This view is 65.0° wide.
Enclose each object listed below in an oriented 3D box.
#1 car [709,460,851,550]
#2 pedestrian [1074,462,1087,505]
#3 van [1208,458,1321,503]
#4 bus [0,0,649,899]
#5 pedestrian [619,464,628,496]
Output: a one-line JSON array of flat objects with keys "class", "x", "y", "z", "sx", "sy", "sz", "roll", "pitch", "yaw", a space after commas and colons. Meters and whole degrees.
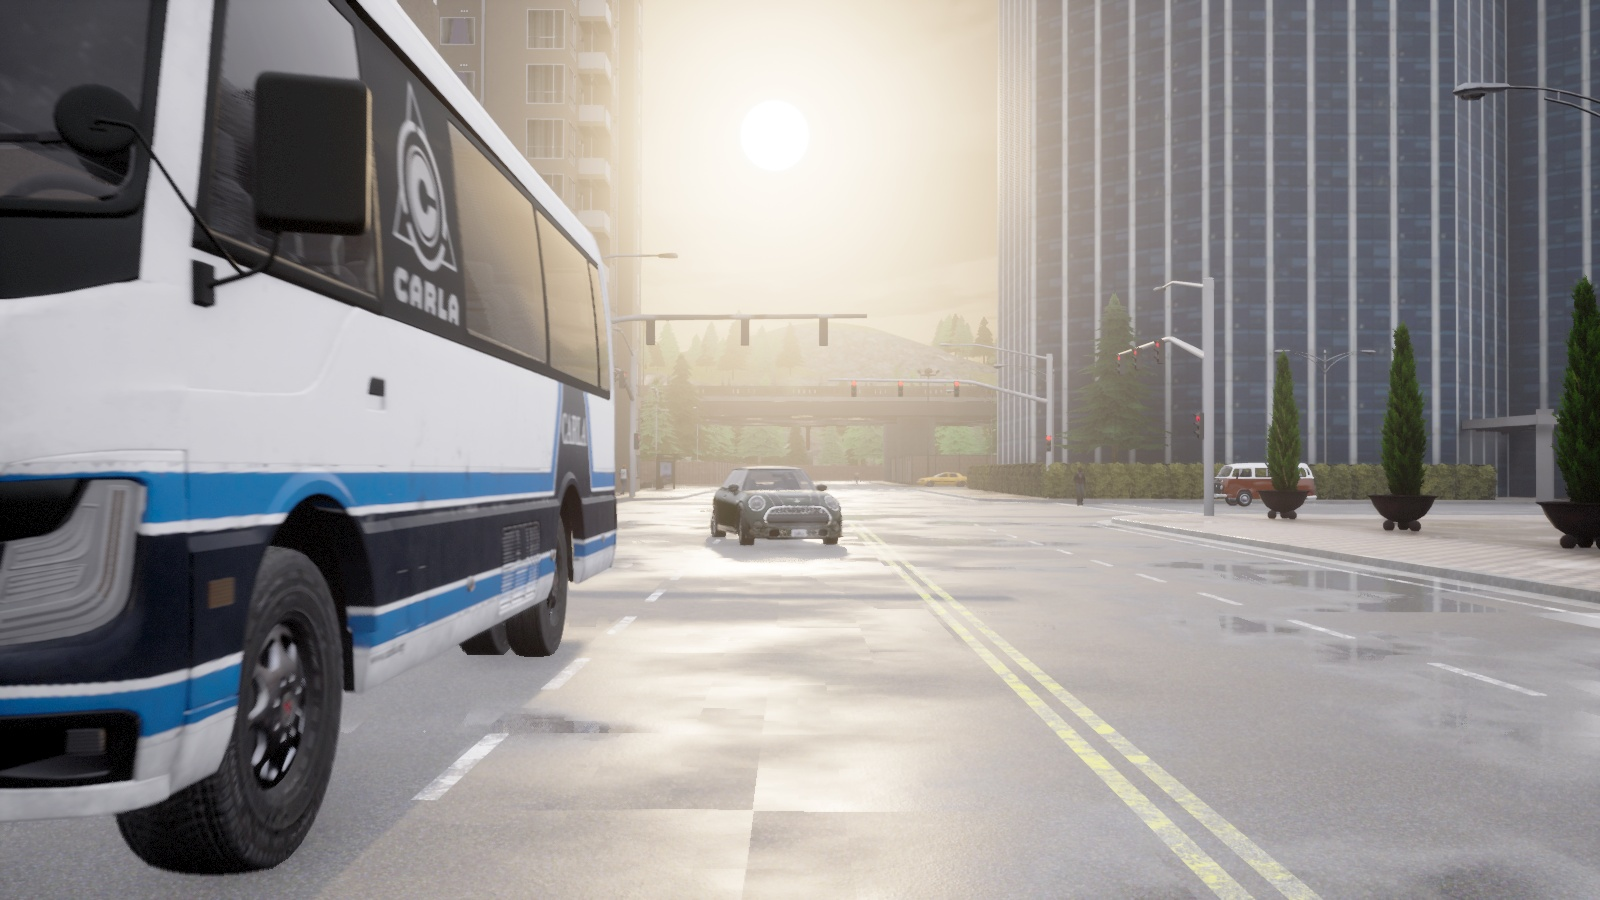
[{"class": "car", "x": -0.545, "y": 1.135, "z": 27.430, "sx": 2.097, "sy": 1.767, "sz": 4.553, "roll": 0, "pitch": -1, "yaw": -14}, {"class": "pedestrian", "x": 12.791, "y": 1.520, "z": 57.278, "sx": 0.402, "sy": 1.930, "sz": 0.666, "roll": 0, "pitch": -1, "yaw": 0}, {"class": "van", "x": 21.638, "y": 1.433, "z": 58.627, "sx": 4.480, "sy": 2.038, "sz": 2.069, "roll": 0, "pitch": -1, "yaw": -1}, {"class": "bus", "x": -3.527, "y": -0.416, "z": 7.894, "sx": 3.944, "sy": 4.253, "sz": 10.273, "roll": 0, "pitch": -1, "yaw": 0}, {"class": "pedestrian", "x": -10.119, "y": 1.720, "z": 72.029, "sx": 0.354, "sy": 1.836, "sz": 0.706, "roll": 0, "pitch": -1, "yaw": 6}]
